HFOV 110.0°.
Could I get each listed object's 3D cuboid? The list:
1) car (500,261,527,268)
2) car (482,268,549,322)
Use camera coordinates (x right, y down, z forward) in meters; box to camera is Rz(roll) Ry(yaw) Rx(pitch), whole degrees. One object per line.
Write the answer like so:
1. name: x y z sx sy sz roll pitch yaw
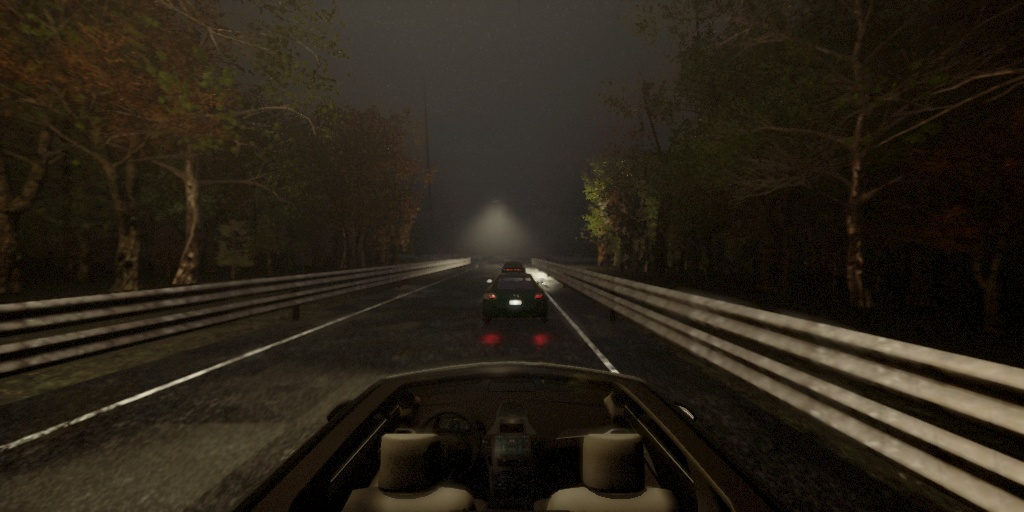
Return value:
1. car: 0.102 1.109 28.087 1.837 1.490 4.892 0 1 0
2. car: 0.098 1.258 12.018 1.994 1.385 4.181 0 0 0
